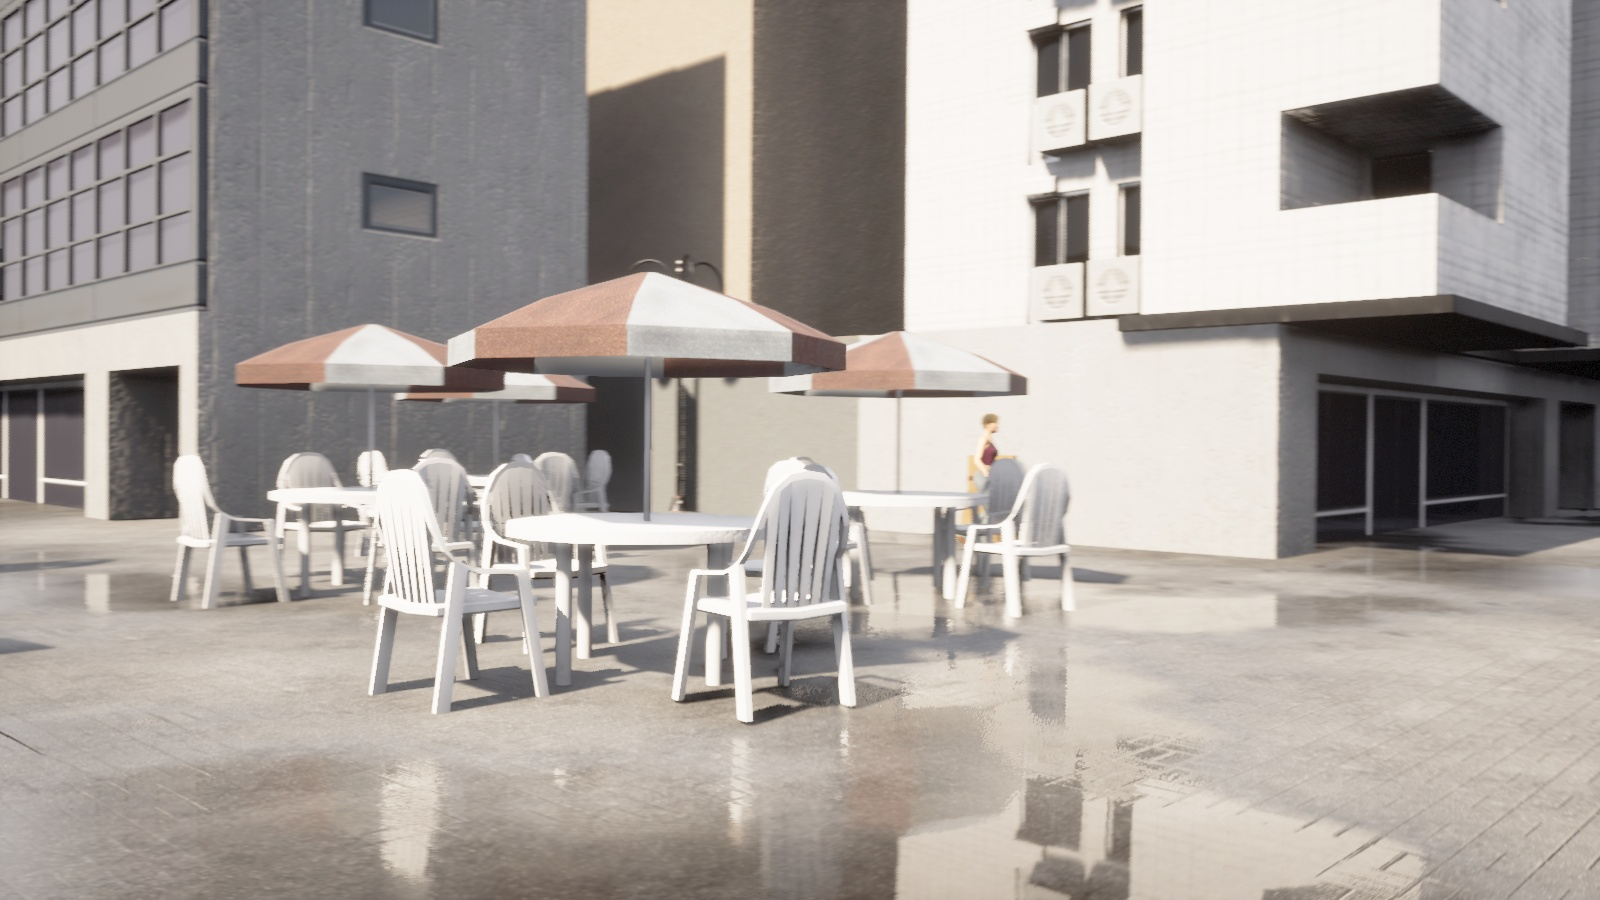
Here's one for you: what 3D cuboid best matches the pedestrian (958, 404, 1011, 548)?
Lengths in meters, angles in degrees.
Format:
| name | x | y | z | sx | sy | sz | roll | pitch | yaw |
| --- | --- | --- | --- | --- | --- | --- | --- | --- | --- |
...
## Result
| name | x | y | z | sx | sy | sz | roll | pitch | yaw |
| --- | --- | --- | --- | --- | --- | --- | --- | --- | --- |
| pedestrian | 2.386 | 0.336 | 16.255 | 0.594 | 1.836 | 0.345 | -1 | 1 | 21 |
